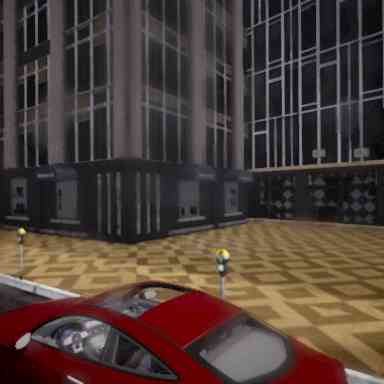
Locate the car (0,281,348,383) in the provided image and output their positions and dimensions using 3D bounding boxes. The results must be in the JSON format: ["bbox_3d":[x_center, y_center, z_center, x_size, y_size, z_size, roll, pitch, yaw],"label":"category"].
[{"bbox_3d":[-0.643,1.605,3.333,4.206,1.307,1.802,-1,0,36],"label":"car"}]
